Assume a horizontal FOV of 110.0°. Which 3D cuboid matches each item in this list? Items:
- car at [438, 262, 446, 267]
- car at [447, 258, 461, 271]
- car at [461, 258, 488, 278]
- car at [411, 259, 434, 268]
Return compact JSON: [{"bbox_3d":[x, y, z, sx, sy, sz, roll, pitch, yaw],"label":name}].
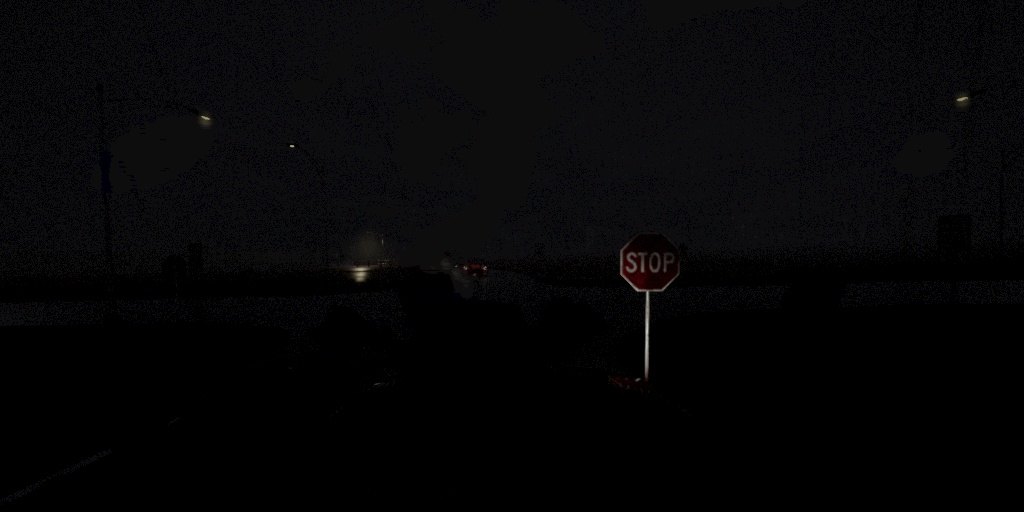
[{"bbox_3d":[-10.732,1.213,60.801,2.033,1.411,5.357,-1,0,-37],"label":"car"},{"bbox_3d":[-6.966,1.010,47.799,2.097,1.767,4.553,-1,0,-23],"label":"car"},{"bbox_3d":[-3.323,1.026,32.620,2.097,1.767,4.553,0,0,-6],"label":"car"},{"bbox_3d":[-15.320,1.310,62.243,1.837,1.490,4.892,-1,0,-40],"label":"car"}]
